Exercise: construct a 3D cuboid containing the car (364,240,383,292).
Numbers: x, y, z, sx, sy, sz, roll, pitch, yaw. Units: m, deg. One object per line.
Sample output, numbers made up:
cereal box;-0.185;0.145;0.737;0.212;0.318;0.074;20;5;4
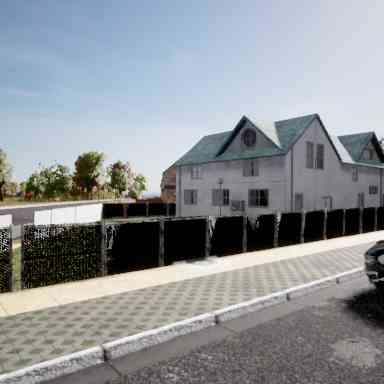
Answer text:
car;5.931;1.277;8.038;4.902;1.511;2.128;2;-21;-37
